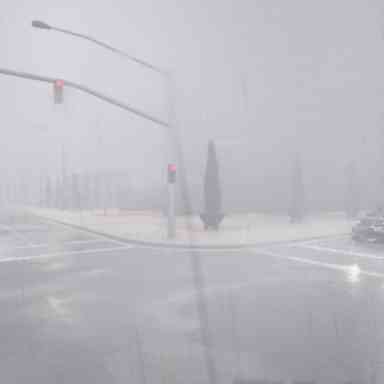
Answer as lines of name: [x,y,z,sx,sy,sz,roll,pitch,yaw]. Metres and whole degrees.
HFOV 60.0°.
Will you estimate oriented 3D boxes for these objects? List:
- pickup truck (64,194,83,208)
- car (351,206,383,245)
pickup truck: [-15.849,1.059,46.000,2.390,2.098,6.274,0,0,-6]
car: [9.072,1.353,14.749,4.553,1.767,2.097,0,0,-35]
